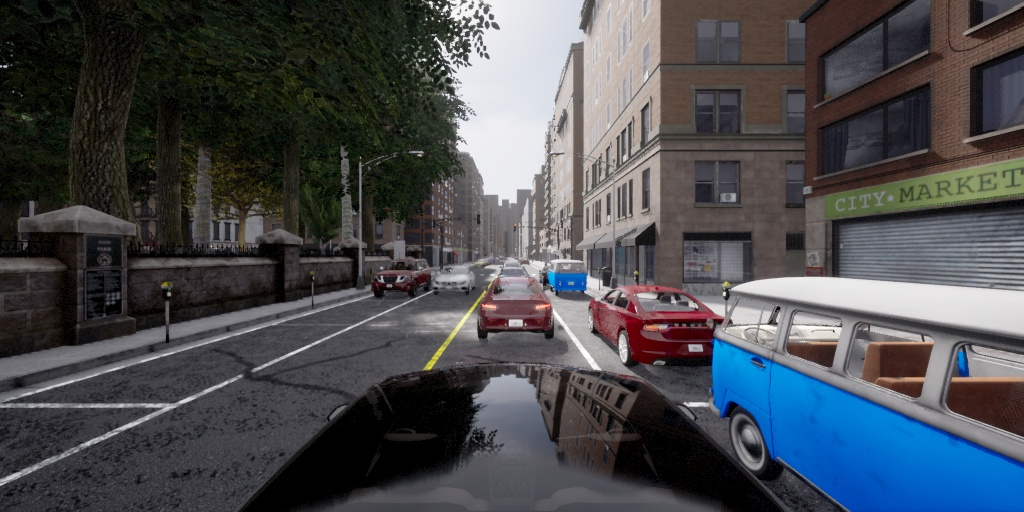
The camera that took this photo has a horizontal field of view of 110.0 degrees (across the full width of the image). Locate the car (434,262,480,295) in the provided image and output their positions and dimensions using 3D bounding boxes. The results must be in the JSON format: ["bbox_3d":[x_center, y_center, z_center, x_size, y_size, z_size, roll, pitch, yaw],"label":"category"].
[{"bbox_3d":[-3.071,1.270,19.883,1.812,1.442,4.674,0,0,0],"label":"car"}]

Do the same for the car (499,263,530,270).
[{"bbox_3d":[0.102,1.292,19.585,2.033,1.411,5.357,0,0,1],"label":"car"}]

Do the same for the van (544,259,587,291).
[{"bbox_3d":[2.861,1.086,19.125,1.690,1.789,3.998,0,0,0],"label":"van"}]

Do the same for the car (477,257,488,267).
[{"bbox_3d":[-5.651,1.230,62.606,1.751,1.417,4.829,0,0,0],"label":"car"}]

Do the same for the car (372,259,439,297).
[{"bbox_3d":[-5.663,1.060,19.087,2.192,1.841,5.009,0,0,0],"label":"car"}]

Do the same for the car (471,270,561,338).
[{"bbox_3d":[0.097,1.275,10.006,1.812,1.442,4.674,0,0,0],"label":"car"}]

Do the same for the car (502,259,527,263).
[{"bbox_3d":[0.011,1.243,29.329,1.837,1.490,4.892,0,0,0],"label":"car"}]

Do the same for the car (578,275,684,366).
[{"bbox_3d":[2.858,1.294,7.804,1.888,1.381,4.507,0,0,0],"label":"car"}]

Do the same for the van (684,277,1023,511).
[{"bbox_3d":[2.857,1.091,2.143,1.690,1.789,3.998,0,0,0],"label":"van"}]
